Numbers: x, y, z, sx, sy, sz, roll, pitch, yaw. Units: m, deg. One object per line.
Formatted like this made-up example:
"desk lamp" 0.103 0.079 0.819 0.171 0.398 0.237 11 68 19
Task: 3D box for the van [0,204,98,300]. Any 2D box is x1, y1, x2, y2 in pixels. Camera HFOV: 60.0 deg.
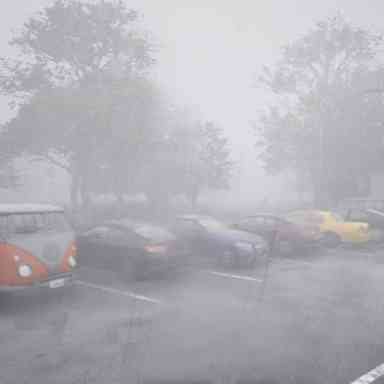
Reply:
"van" -4.502 1.258 7.854 4.442 1.987 1.878 -1 -1 34

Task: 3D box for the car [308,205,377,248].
"car" 4.963 1.501 14.798 5.366 1.575 1.946 -1 -1 35

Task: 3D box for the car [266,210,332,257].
"car" 2.673 1.539 12.997 4.674 1.452 2.002 -1 -1 35

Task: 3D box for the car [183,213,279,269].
"car" 0.260 1.535 11.304 4.674 1.452 2.002 0 -1 35

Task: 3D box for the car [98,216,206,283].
"car" -2.171 1.530 9.626 4.674 1.452 2.002 -1 -1 35

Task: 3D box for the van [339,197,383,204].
"van" 9.931 1.278 18.096 4.442 1.987 1.878 -1 -1 36

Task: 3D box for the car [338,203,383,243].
"car" 7.572 1.502 16.358 5.008 1.535 2.097 -1 -1 36
